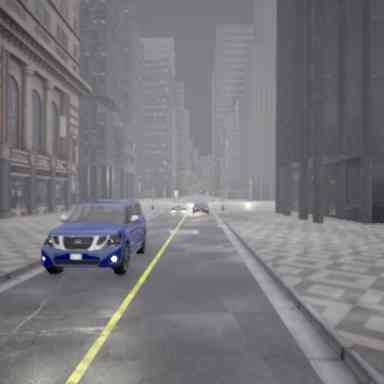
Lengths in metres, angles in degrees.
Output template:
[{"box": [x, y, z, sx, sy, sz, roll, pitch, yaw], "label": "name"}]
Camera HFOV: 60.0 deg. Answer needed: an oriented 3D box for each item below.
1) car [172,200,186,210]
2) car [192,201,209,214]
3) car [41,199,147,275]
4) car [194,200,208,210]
[{"box": [-1.838, 1.878, 48.637, 1.812, 1.442, 4.674, 0, 0, 1], "label": "car"}, {"box": [1.016, 1.882, 38.511, 1.895, 1.301, 4.718, 0, 0, 1], "label": "car"}, {"box": [-2.854, 1.286, 11.074, 2.150, 2.045, 5.566, 0, 0, 1], "label": "car"}, {"box": [1.286, 1.959, 49.578, 1.895, 1.301, 4.718, 0, 0, 1], "label": "car"}]
